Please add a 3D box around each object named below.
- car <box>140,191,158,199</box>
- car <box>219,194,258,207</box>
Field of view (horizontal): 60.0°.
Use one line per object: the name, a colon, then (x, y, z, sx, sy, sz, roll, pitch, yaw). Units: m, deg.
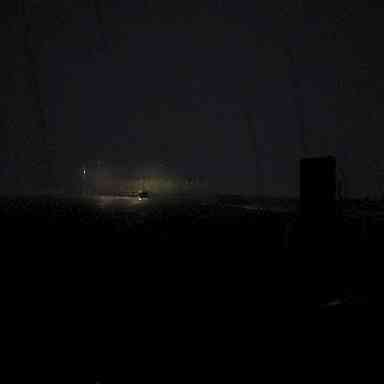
car: (-7.757, 0.540, 59.584, 1.812, 1.442, 4.674, 0, 1, -35)
car: (5.542, 0.975, 40.798, 2.033, 1.411, 5.357, 0, 1, -35)
